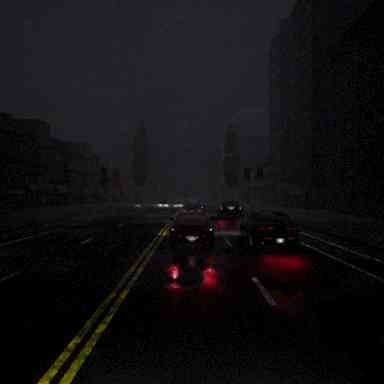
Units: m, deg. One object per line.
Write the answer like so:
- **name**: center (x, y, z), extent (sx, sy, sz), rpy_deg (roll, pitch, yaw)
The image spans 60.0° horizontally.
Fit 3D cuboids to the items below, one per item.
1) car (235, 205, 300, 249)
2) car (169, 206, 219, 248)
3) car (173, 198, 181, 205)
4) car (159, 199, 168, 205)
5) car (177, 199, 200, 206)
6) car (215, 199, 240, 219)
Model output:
- **car**: center (3.250, 1.535, 14.651), extent (1.837, 1.490, 4.892), rpy_deg (0, 0, 0)
- **car**: center (0.000, 1.552, 14.651), extent (1.812, 1.442, 4.674), rpy_deg (0, 0, 0)
- **car**: center (-3.249, 2.172, 76.742), extent (2.128, 1.511, 4.902), rpy_deg (0, -1, 0)
- **car**: center (-6.500, 2.242, 76.711), extent (1.895, 1.301, 4.718), rpy_deg (0, -1, 0)
- **car**: center (0.000, 1.613, 29.653), extent (2.033, 1.411, 5.357), rpy_deg (0, 0, 0)
- **car**: center (3.250, 1.416, 29.623), extent (2.097, 1.767, 4.553), rpy_deg (0, 0, 0)
